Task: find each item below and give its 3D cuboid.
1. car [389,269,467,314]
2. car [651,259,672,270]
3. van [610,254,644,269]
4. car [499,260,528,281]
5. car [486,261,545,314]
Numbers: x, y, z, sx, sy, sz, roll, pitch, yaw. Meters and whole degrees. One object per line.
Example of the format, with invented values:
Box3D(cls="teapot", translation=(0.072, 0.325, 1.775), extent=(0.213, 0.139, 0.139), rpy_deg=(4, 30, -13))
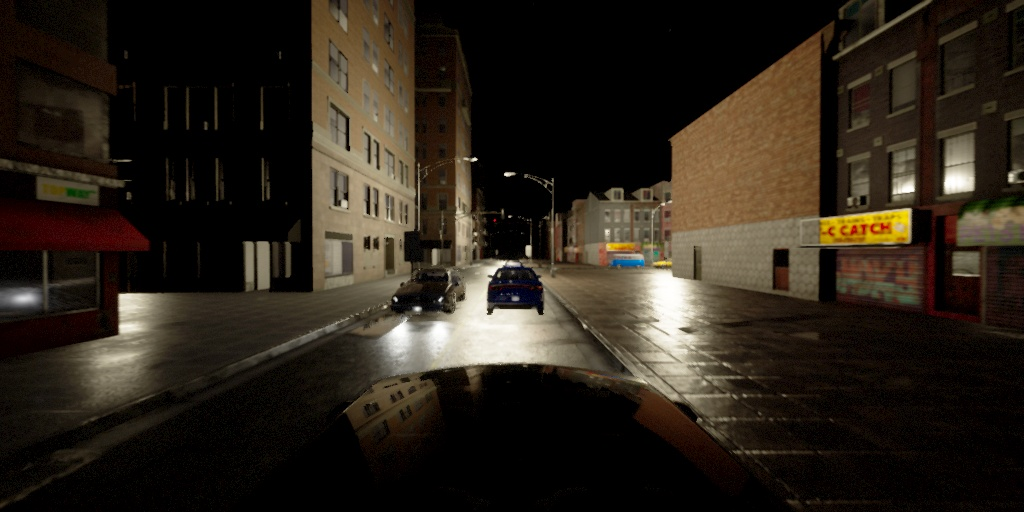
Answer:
Box3D(cls="car", translation=(-2.825, 1.184, 13.377), extent=(2.033, 1.411, 5.357), rpy_deg=(0, 1, 0))
Box3D(cls="car", translation=(19.182, 0.864, 42.938), extent=(4.829, 1.417, 1.751), rpy_deg=(0, 0, 0))
Box3D(cls="van", translation=(13.740, 0.683, 42.947), extent=(3.998, 1.789, 1.690), rpy_deg=(0, 0, 0))
Box3D(cls="car", translation=(0.100, 1.064, 27.206), extent=(1.994, 1.385, 4.181), rpy_deg=(0, 1, 0))
Box3D(cls="car", translation=(0.101, 1.114, 13.263), extent=(1.882, 1.535, 5.008), rpy_deg=(0, 1, 0))
